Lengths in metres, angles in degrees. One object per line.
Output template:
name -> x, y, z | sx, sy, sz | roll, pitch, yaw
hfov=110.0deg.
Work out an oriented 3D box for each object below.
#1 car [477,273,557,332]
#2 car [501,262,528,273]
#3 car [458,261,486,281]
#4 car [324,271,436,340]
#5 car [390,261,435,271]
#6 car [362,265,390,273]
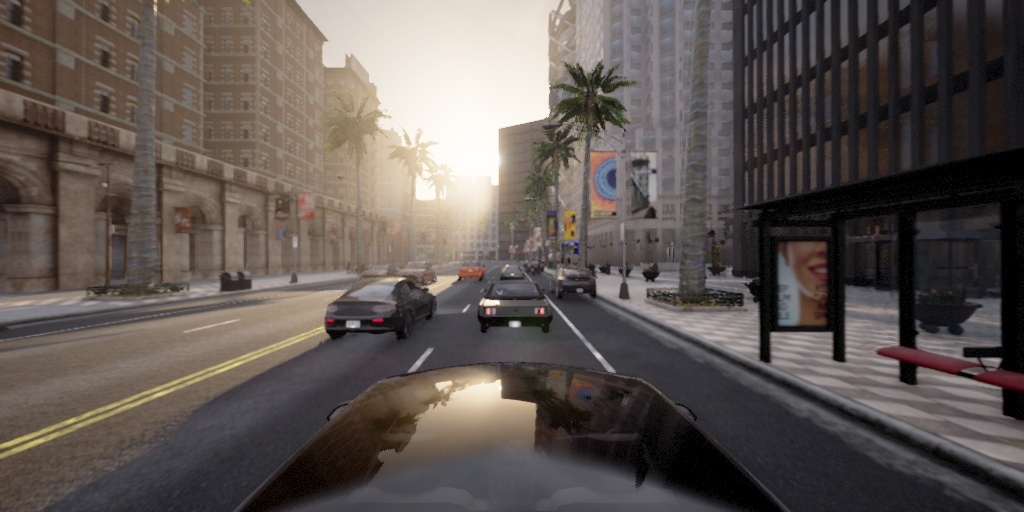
car -> 0.077, 1.385, 10.981 | 1.895, 1.301, 4.718 | 0, 0, 0
car -> 0.032, 1.417, 29.961 | 1.994, 1.385, 4.181 | 0, 0, 0
car -> -3.474, 1.218, 32.019 | 2.097, 1.767, 4.553 | 0, 0, 0
car -> -3.427, 1.311, 10.032 | 1.812, 1.442, 4.674 | 0, 0, 0
car -> -7.094, 1.202, 26.690 | 2.097, 1.767, 4.553 | 0, 0, 0
car -> -10.573, 1.412, 29.206 | 2.033, 1.411, 5.357 | 0, 0, 0
